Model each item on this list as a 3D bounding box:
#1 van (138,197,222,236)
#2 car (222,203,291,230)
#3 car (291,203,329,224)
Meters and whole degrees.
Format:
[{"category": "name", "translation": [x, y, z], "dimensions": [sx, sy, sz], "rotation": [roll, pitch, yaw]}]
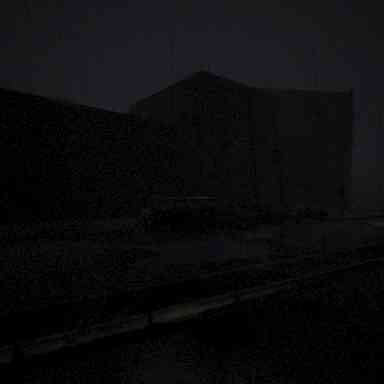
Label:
[{"category": "van", "translation": [-0.785, 1.237, 18.108], "dimensions": [4.442, 1.987, 1.878], "rotation": [0, 0, -36]}, {"category": "car", "translation": [3.776, 1.496, 21.377], "dimensions": [4.792, 1.488, 2.163], "rotation": [0, 0, -36]}, {"category": "car", "translation": [8.234, 1.509, 24.592], "dimensions": [4.674, 1.452, 2.002], "rotation": [0, -2, -36]}]
